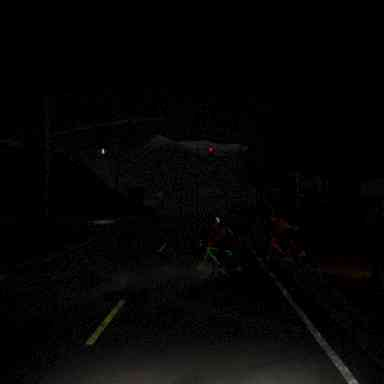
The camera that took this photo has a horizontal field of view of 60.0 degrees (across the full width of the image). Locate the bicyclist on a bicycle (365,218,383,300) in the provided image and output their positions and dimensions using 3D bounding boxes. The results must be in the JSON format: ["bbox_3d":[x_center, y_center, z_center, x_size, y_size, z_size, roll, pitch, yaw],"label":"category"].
[{"bbox_3d":[3.444,1.302,5.980,0.582,1.620,1.656,0,1,19],"label":"bicyclist on a bicycle"}]

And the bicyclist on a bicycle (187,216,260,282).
[{"bbox_3d":[0.709,1.431,8.211,1.656,1.620,0.582,1,0,0],"label":"bicyclist on a bicycle"}]

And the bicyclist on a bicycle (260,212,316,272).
[{"bbox_3d":[2.521,1.347,9.233,1.656,1.620,0.582,-10,0,5],"label":"bicyclist on a bicycle"}]
